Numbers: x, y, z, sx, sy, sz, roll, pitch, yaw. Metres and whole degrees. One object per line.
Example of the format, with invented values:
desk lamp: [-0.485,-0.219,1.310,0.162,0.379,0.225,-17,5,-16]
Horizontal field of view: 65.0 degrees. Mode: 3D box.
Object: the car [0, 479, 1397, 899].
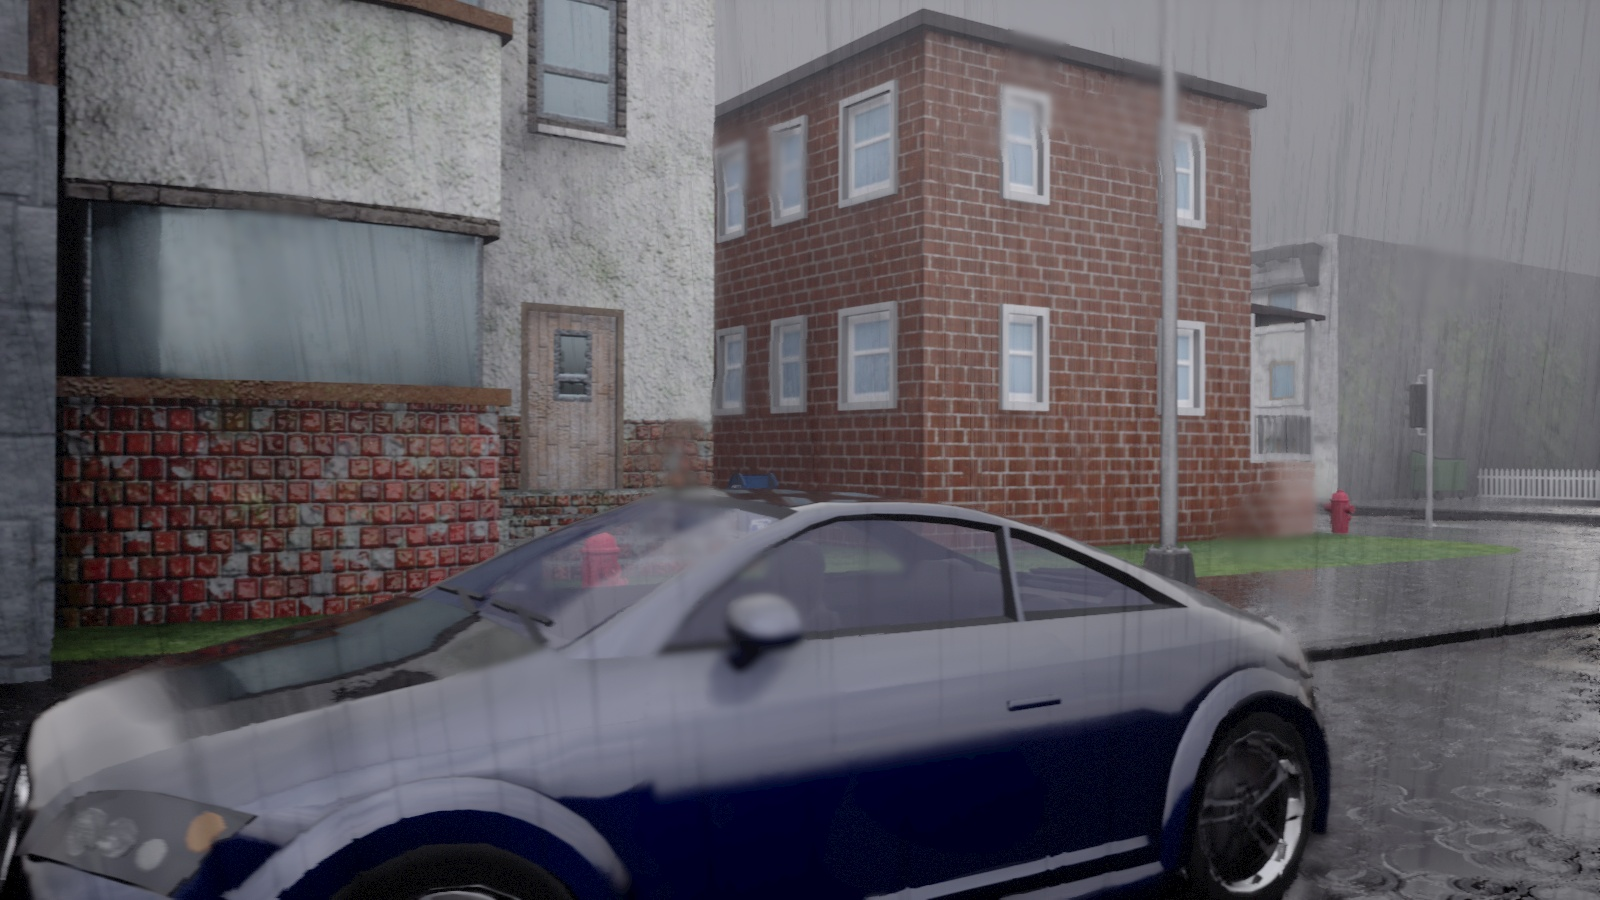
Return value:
car: [-0.230,0.823,4.076,4.181,1.385,1.994,0,0,-32]
